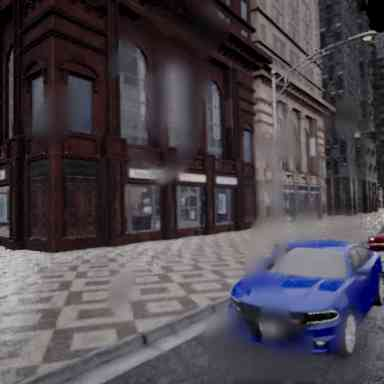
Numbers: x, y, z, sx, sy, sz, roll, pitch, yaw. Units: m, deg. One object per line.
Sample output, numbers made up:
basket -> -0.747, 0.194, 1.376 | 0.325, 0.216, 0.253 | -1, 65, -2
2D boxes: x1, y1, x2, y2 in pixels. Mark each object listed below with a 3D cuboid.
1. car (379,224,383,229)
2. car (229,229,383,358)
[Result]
car -> 9.635, 2.125, 15.486 | 1.895, 1.301, 4.718 | -3, -3, 39
car -> 2.585, 1.754, 6.788 | 1.882, 1.535, 5.008 | -3, -3, 37
